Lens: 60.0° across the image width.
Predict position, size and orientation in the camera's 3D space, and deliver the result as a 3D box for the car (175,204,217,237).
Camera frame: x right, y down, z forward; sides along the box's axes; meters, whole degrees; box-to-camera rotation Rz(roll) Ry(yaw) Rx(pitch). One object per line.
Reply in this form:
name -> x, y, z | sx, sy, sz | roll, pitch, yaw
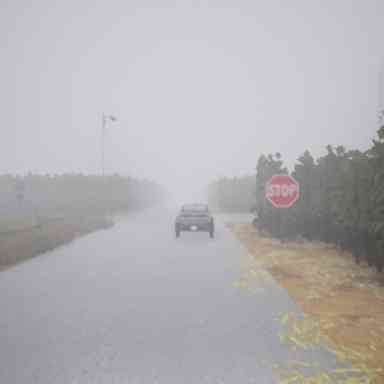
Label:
car -> 0.226, 1.344, 16.980 | 2.128, 1.511, 4.902 | 0, 0, 4
